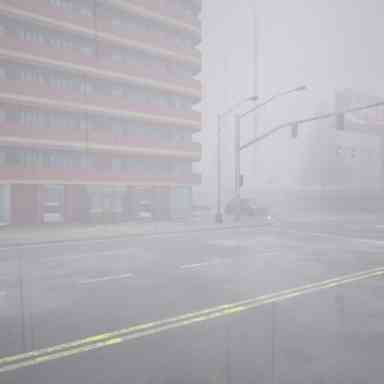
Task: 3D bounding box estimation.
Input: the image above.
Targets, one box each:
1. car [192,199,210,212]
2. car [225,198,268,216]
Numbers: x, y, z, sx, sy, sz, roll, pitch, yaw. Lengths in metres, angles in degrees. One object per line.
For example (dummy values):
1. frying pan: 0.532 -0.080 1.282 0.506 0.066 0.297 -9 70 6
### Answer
1. car: 0.293 1.526 39.834 1.812 1.442 4.674 0 0 -34
2. car: 5.272 1.352 32.413 2.097 1.767 4.553 0 0 -34
